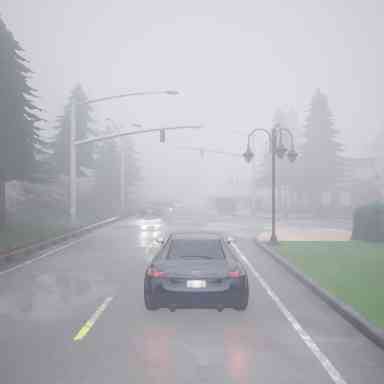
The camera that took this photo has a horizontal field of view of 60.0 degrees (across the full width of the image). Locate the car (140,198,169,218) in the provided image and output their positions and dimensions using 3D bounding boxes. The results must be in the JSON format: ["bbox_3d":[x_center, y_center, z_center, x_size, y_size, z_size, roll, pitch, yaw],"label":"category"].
[{"bbox_3d":[-3.566,1.493,30.316,2.128,1.511,4.902,0,0,0],"label":"car"}]

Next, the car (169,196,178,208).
[{"bbox_3d":[-3.544,1.547,48.314,2.033,1.411,5.357,0,0,0],"label":"car"}]

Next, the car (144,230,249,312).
[{"bbox_3d":[0.086,1.564,7.782,1.994,1.385,4.181,0,0,0],"label":"car"}]
